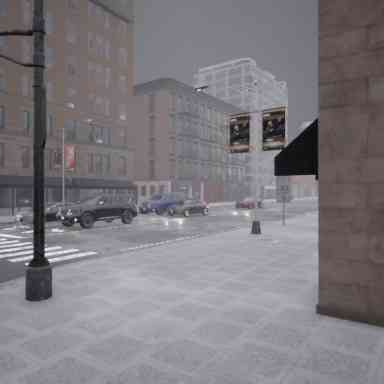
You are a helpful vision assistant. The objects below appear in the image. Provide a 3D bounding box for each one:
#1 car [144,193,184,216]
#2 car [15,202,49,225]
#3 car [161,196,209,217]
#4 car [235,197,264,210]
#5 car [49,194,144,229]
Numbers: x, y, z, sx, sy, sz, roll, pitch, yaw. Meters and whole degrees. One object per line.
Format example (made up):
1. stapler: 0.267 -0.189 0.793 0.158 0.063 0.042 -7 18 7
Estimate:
1. car: -2.702 1.115 32.228 2.150 2.045 5.566 0 1 35
2. car: -9.430 1.442 22.733 2.128 1.511 4.902 0 0 35
3. car: -0.296 1.403 30.006 1.837 1.490 4.892 0 0 35
4. car: 6.994 1.321 40.270 1.882 1.535 5.008 0 0 36
5. car: -6.045 1.161 21.888 2.150 2.045 5.566 0 0 35
